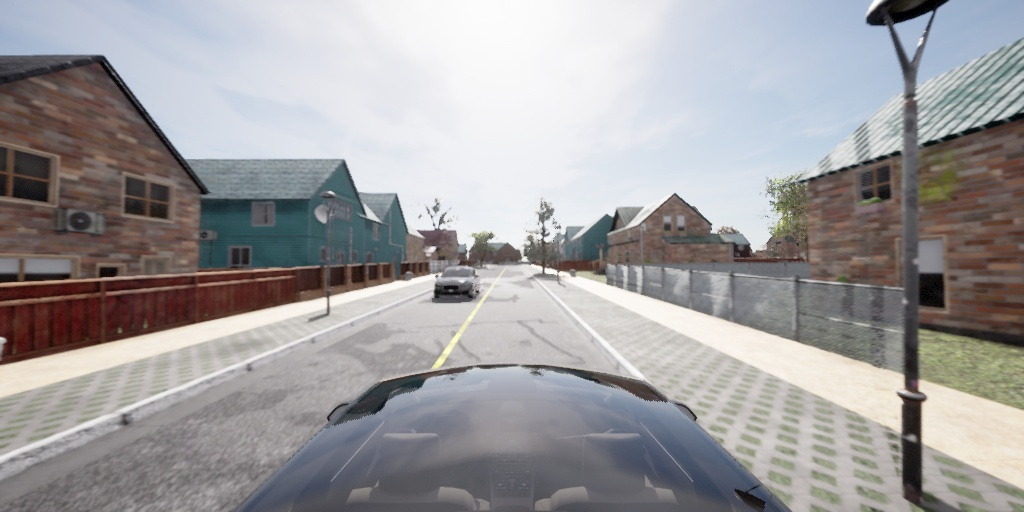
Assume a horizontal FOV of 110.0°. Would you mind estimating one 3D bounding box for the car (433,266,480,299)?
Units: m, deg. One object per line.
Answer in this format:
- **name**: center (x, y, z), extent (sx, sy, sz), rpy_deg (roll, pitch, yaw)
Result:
- **car**: center (-2.711, 1.285, 18.338), extent (1.837, 1.490, 4.892), rpy_deg (0, 0, 0)
